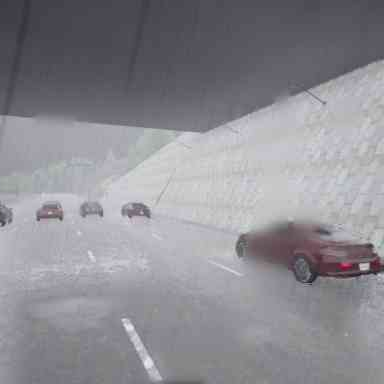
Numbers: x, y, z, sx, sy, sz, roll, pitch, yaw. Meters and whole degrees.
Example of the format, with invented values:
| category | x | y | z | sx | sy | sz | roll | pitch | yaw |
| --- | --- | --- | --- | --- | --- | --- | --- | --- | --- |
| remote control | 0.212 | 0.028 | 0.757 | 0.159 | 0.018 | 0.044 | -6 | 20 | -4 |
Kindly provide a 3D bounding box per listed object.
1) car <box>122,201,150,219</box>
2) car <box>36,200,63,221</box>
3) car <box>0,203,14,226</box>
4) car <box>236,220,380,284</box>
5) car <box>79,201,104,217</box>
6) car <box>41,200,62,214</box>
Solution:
| category | x | y | z | sx | sy | sz | roll | pitch | yaw |
| --- | --- | --- | --- | --- | --- | --- | --- | --- | --- |
| car | -5.028 | 1.549 | 29.594 | 1.812 | 1.442 | 4.674 | 0 | 0 | -22 |
| car | -11.781 | 1.593 | 27.631 | 1.994 | 1.385 | 4.181 | 0 | 0 | -23 |
| car | -13.761 | 1.533 | 23.191 | 1.837 | 1.490 | 4.892 | 0 | 0 | -22 |
| car | 3.050 | 1.528 | 9.673 | 1.812 | 1.442 | 4.674 | 0 | 0 | -22 |
| car | -9.500 | 1.577 | 31.303 | 2.033 | 1.411 | 5.357 | 0 | 0 | -22 |
| car | -15.562 | 1.603 | 36.930 | 1.994 | 1.385 | 4.181 | 0 | 0 | -22 |
